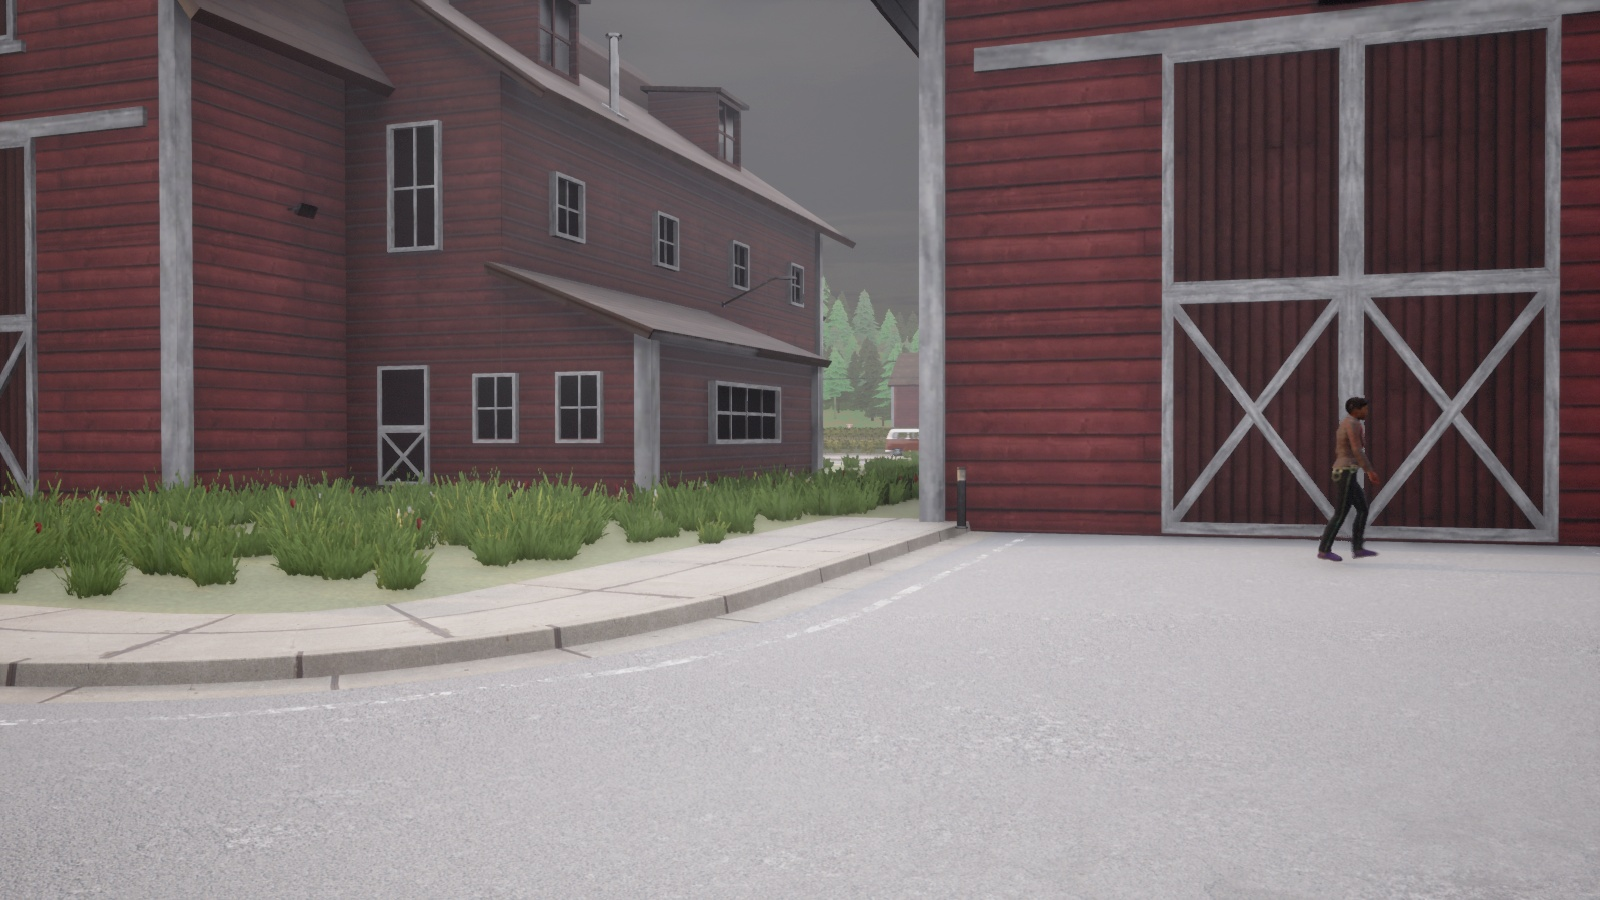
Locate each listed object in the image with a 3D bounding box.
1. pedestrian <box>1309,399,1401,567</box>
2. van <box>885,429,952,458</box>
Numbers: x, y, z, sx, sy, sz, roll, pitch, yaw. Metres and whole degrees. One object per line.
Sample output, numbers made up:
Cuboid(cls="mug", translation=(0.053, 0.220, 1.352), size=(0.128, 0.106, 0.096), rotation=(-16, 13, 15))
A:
Cuboid(cls="pedestrian", translation=(6.077, 0.346, 13.769), size=(0.869, 1.805, 0.328), rotation=(1, 1, 15))
Cuboid(cls="van", translation=(8.532, -0.453, 90.339), size=(4.480, 2.038, 2.069), rotation=(0, 1, 19))
